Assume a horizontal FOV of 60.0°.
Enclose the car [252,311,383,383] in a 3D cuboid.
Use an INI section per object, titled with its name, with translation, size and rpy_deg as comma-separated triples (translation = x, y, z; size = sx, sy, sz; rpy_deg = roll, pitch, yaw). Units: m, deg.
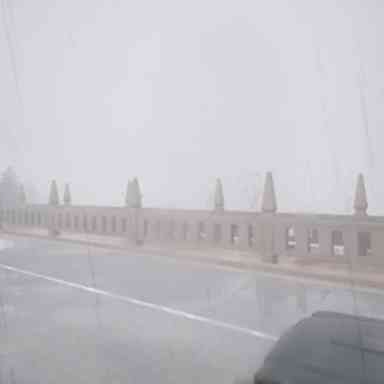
[car]
translation = 2.734, 1.600, 2.042
size = 4.718, 1.301, 1.895
rpy_deg = 0, 0, 35
